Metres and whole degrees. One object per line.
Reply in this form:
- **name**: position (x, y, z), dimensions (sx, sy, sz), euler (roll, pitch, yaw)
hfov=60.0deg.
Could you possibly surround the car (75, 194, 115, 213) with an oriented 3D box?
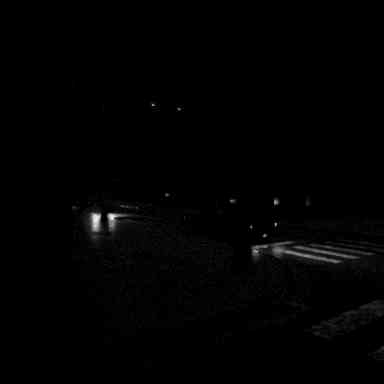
- **car**: position (-8.654, 1.118, 29.891), dimensions (1.895, 1.301, 4.718), euler (0, 1, -35)

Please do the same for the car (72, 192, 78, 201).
- **car**: position (-17.182, 0.711, 47.125), dimensions (2.033, 1.411, 5.357), euler (0, 1, -35)

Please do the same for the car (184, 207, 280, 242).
- **car**: position (1.673, 1.407, 15.209), dimensions (1.895, 1.301, 4.718), euler (0, 1, -35)
